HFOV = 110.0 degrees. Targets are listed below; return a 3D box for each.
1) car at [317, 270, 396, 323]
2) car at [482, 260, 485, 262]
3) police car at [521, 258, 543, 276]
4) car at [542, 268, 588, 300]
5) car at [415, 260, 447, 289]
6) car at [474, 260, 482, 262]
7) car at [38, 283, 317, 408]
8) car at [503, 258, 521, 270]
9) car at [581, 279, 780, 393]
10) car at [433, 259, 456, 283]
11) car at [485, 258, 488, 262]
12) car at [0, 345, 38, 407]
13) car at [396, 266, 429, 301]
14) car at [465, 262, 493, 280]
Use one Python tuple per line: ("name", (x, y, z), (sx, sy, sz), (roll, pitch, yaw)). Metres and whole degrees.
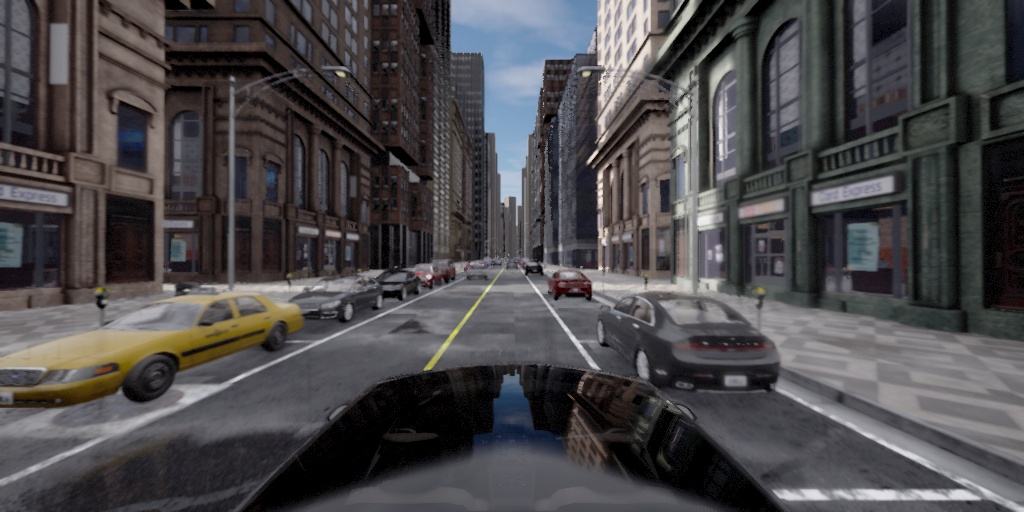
("car", (-5.761, 1.337, 12.213), (2.007, 1.370, 4.403), (0, 0, 0))
("car", (-5.760, 1.470, 56.857), (1.751, 1.417, 4.829), (0, 0, 0))
("police car", (2.368, 1.306, 39.623), (1.930, 1.638, 5.238), (0, 0, 0))
("car", (2.764, 1.351, 17.820), (1.888, 1.381, 4.507), (0, 0, 0))
("car", (-5.761, 1.265, 23.416), (1.967, 1.591, 4.097), (0, 0, 0))
("car", (-5.760, 1.506, 51.425), (1.802, 1.307, 4.207), (0, 0, 0))
("car", (-5.762, 1.292, 6.442), (1.751, 1.417, 4.829), (0, 0, 0))
("car", (0.003, 1.439, 57.879), (2.128, 1.511, 4.902), (0, 0, 0))
("car", (2.764, 1.317, 6.615), (2.007, 1.370, 4.403), (0, 0, 0))
("car", (-5.761, 1.159, 29.018), (2.192, 1.841, 5.009), (0, 0, 0))
("car", (-5.759, 1.404, 62.628), (1.967, 1.591, 4.097), (0, 0, 0))
("car", (-5.762, 1.062, 1.009), (2.192, 1.841, 5.009), (0, 0, 0))
("car", (-5.761, 1.371, 17.815), (1.948, 1.339, 4.313), (0, 0, 0))
("car", (-3.094, 1.459, 33.029), (1.895, 1.301, 4.718), (0, 0, 0))
